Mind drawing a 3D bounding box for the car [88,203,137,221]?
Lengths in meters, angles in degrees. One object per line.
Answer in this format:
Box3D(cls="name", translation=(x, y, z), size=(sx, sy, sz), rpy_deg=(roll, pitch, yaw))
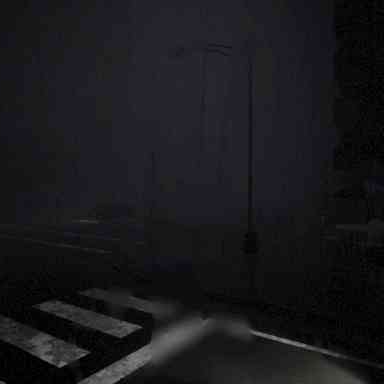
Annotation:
Box3D(cls="car", translation=(-6.723, 1.619, 28.453), size=(1.994, 1.385, 4.181), rpy_deg=(0, 0, 36))
